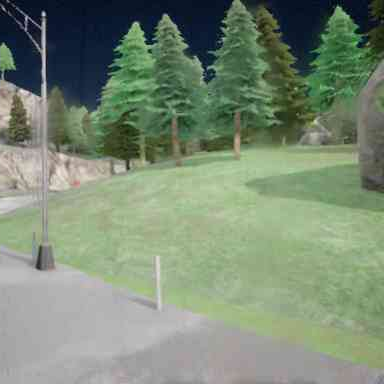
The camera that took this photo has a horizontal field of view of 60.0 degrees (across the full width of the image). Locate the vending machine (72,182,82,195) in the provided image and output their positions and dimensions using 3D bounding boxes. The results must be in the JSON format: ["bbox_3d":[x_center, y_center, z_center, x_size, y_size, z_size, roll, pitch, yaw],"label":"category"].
[{"bbox_3d":[-18.764,-0.578,54.148,1.100,2.100,0.880,-5,-2,10],"label":"vending machine"}]
